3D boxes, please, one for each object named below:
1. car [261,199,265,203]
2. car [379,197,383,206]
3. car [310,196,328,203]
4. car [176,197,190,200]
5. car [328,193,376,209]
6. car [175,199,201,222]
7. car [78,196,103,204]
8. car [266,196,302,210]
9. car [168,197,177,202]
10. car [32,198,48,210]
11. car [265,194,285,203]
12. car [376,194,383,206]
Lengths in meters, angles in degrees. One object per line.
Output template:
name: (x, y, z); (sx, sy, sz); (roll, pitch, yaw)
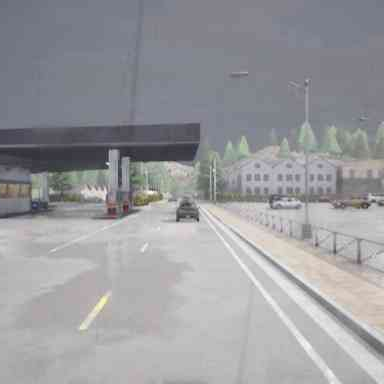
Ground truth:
car: (16.796, 1.628, 68.527); (4.902, 1.511, 2.128); (0, 0, -1)
car: (20.026, 1.427, 30.237); (4.514, 1.523, 2.007); (0, 0, -2)
car: (27.036, 1.581, 68.738); (5.008, 1.535, 1.882); (0, 0, -1)
car: (-0.534, 1.641, 37.744); (1.882, 1.535, 5.008); (0, 0, -1)
car: (20.447, 1.280, 42.707); (4.605, 1.855, 1.932); (0, 0, -2)
car: (-0.357, 1.625, 27.583); (1.837, 1.490, 4.892); (0, 0, -1)
car: (-20.617, 1.629, 67.757); (4.902, 1.511, 2.128); (0, 0, -1)
car: (11.971, 1.544, 42.471); (3.806, 1.475, 1.970); (0, 0, -2)
car: (-4.966, 1.924, 85.683); (1.994, 1.385, 4.181); (0, 0, -1)
car: (-21.499, 1.680, 45.562); (2.242, 1.667, 4.611); (0, 0, -2)
car: (12.505, 1.274, 45.810); (3.866, 1.878, 1.905); (0, 0, -2)
car: (30.294, 1.511, 49.879); (4.514, 1.523, 2.007); (0, 0, -2)
